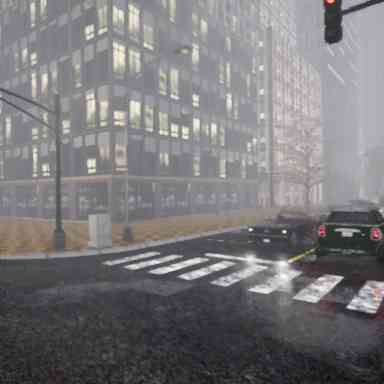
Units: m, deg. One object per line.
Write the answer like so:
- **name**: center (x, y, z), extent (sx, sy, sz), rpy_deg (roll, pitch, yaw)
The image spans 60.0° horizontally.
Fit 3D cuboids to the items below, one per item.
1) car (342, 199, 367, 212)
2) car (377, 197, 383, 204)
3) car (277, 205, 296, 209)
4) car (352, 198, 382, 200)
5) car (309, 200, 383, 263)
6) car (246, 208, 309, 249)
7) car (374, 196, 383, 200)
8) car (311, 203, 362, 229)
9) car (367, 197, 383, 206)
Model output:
- **car**: center (19.657, 1.571, 40.234), extent (1.947, 1.339, 4.313), rpy_deg (-1, -1, 36)
- **car**: center (36.414, 1.530, 62.903), extent (1.802, 1.307, 4.206), rpy_deg (-1, -1, 36)
- **car**: center (6.149, 1.569, 21.961), extent (1.752, 1.417, 4.829), rpy_deg (-1, -1, 36)
- **car**: center (16.045, 1.560, 30.957), extent (1.994, 1.385, 4.181), rpy_deg (-1, 0, 37)
- **car**: center (6.118, 1.350, 12.259), extent (2.097, 1.767, 4.553), rpy_deg (-1, 0, 35)
- **car**: center (4.271, 1.628, 15.051), extent (1.895, 1.301, 4.718), rpy_deg (-1, 0, 36)
- **car**: center (25.570, 1.273, 43.701), extent (1.837, 1.490, 4.892), rpy_deg (-1, 0, 36)
- **car**: center (10.063, 1.560, 22.888), extent (2.033, 1.411, 5.357), rpy_deg (-1, 0, 37)
- **car**: center (29.609, 1.498, 53.699), extent (1.752, 1.417, 4.829), rpy_deg (-1, -1, 36)
